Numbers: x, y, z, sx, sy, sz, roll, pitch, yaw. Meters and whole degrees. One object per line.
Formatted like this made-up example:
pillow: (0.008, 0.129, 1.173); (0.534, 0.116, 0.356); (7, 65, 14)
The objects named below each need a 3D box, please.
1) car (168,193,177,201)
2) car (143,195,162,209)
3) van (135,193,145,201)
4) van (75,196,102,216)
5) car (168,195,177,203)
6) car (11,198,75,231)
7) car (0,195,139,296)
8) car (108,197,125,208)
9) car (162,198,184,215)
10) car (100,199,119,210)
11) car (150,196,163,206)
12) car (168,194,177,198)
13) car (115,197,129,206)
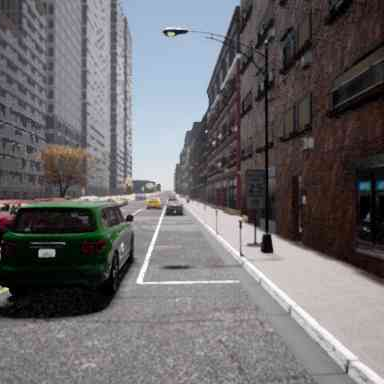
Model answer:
car: (-5.035, 1.301, 84.015); (2.192, 1.841, 5.009); (1, 0, -4)
car: (-5.136, 1.493, 45.182); (1.882, 1.535, 5.008); (0, 0, -3)
van: (-13.397, 1.328, 83.450); (1.690, 1.788, 3.998); (1, 0, -4)
van: (-10.103, 1.358, 32.740); (1.690, 1.788, 3.998); (0, 0, -4)
car: (-4.305, 1.438, 72.747); (1.967, 1.590, 4.097); (1, 0, -4)
car: (-9.371, 1.329, 21.471); (2.192, 1.841, 5.009); (0, 0, -4)
car: (-2.856, 1.226, 8.823); (2.150, 2.045, 5.566); (0, 0, -4)
car: (-11.192, 1.540, 49.474); (1.752, 1.417, 4.829); (1, 0, -4)
car: (-1.744, 1.567, 33.302); (2.008, 1.369, 4.403); (0, 0, -4)
car: (-10.837, 1.598, 44.009); (1.802, 1.307, 4.206); (0, 0, -4)
car: (-5.829, 1.488, 55.370); (1.882, 1.535, 5.008); (0, 0, -3)
car: (-3.939, 1.442, 67.114); (1.967, 1.590, 4.097); (1, 0, -4)
car: (-11.570, 1.593, 55.278); (1.802, 1.307, 4.206); (1, 0, -4)
